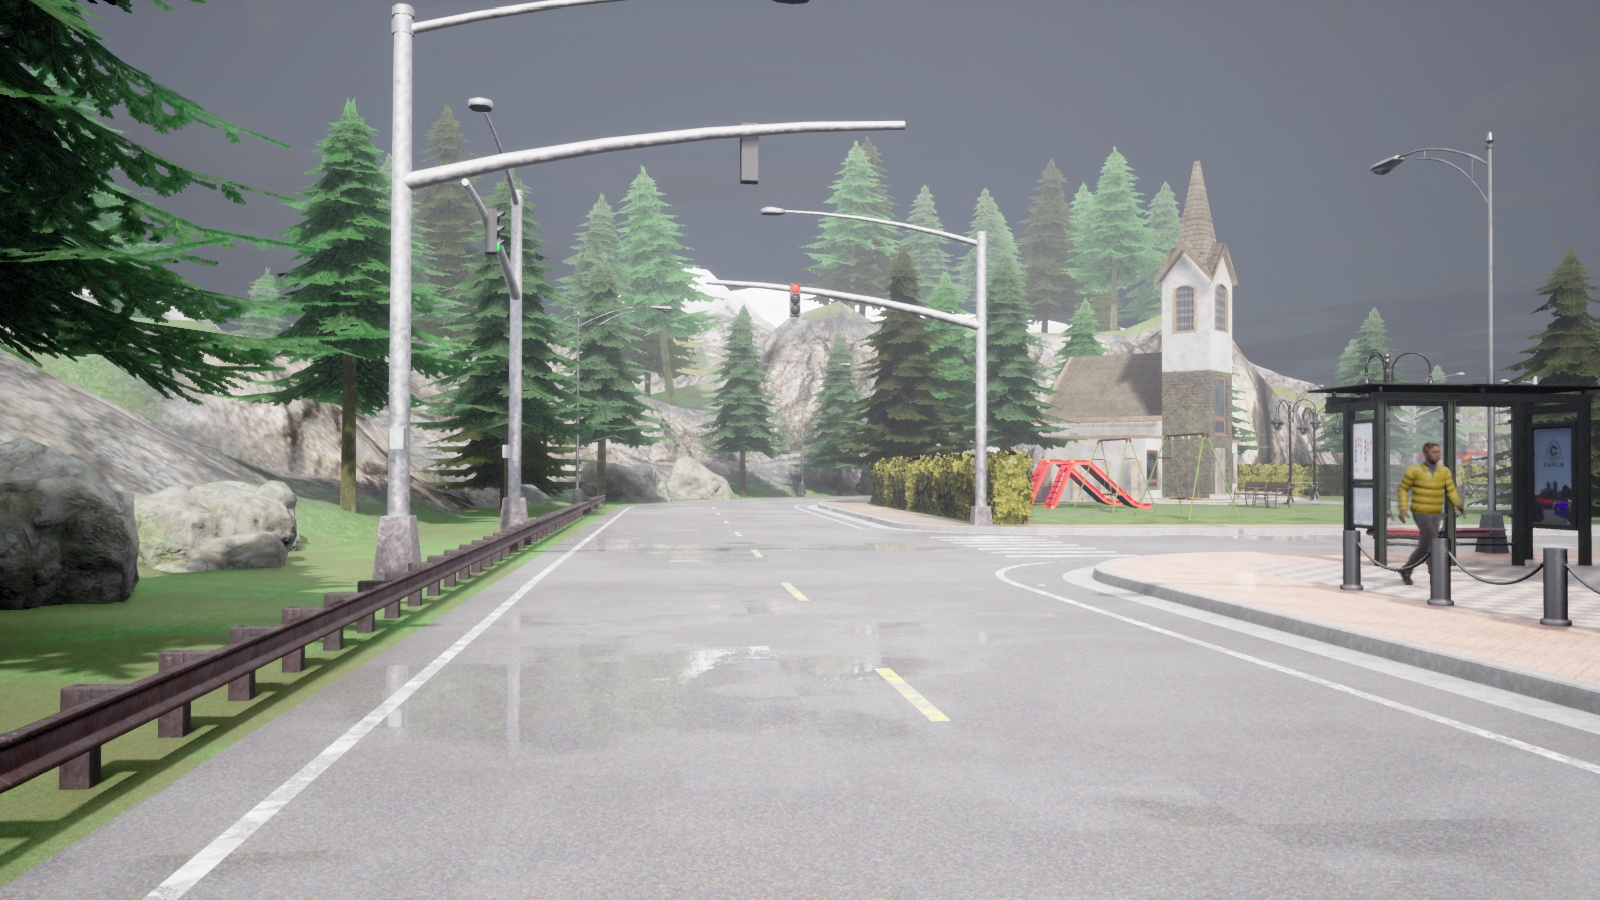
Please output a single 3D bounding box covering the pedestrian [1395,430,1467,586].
[{"bbox_3d":[7.666,0.692,15.280,0.431,1.840,0.709,0,-1,-8],"label":"pedestrian"}]
